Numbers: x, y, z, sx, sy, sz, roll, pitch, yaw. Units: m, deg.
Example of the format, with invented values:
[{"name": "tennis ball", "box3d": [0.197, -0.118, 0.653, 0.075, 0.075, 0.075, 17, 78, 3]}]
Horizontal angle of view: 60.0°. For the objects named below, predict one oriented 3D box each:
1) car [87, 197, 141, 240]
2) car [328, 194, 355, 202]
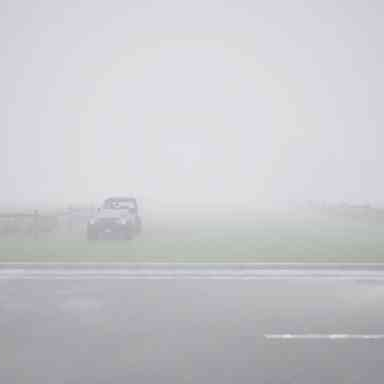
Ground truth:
[{"name": "car", "box3d": [-3.572, 1.213, 15.899, 1.905, 1.878, 3.866, 0, 0, 1]}, {"name": "car", "box3d": [27.390, 1.210, 60.824, 4.605, 1.855, 1.932, 0, 0, 1]}]
